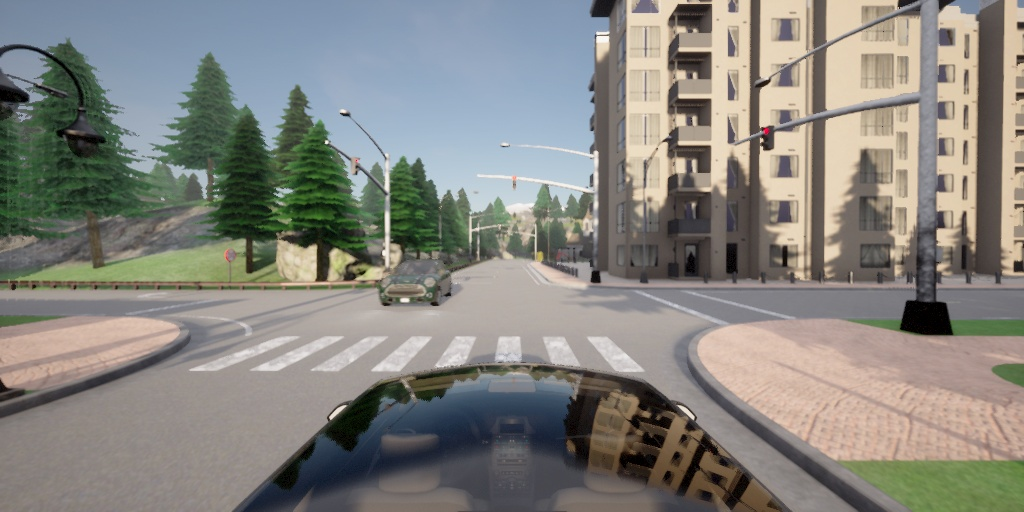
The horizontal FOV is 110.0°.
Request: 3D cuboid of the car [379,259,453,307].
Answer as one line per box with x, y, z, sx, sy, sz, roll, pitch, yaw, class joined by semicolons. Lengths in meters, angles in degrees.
-3.745;0.927;14.691;2.097;1.767;4.553;0;0;-1;car
